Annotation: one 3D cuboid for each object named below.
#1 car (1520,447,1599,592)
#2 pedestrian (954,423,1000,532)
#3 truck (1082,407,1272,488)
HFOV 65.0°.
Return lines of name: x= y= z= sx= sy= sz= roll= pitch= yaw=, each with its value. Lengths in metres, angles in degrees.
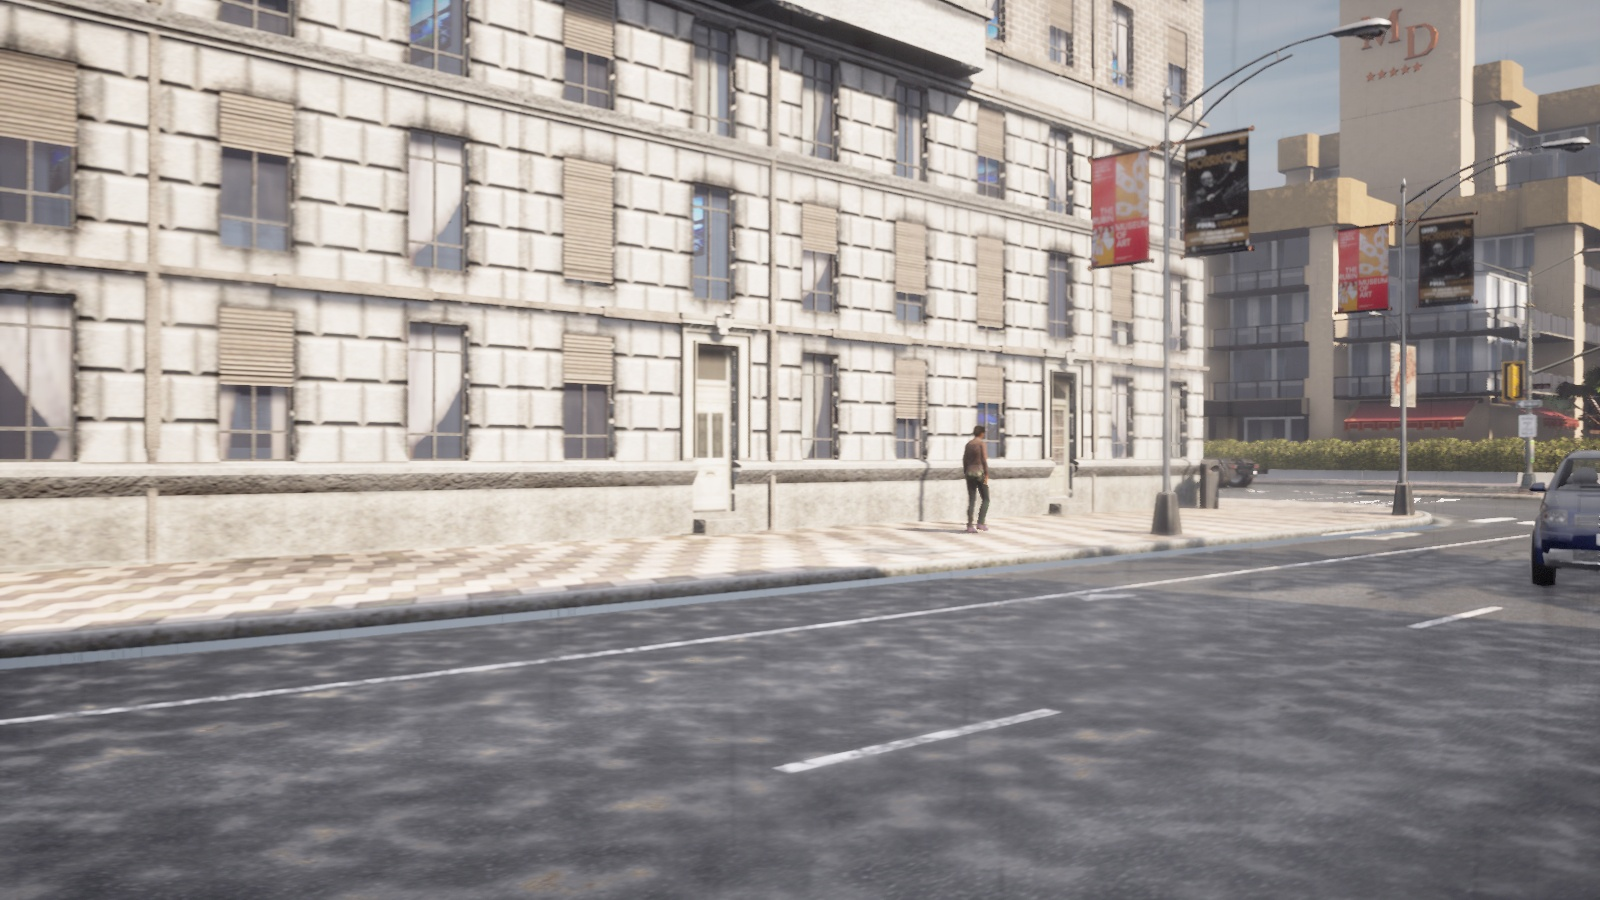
car: x=9.701 y=0.744 z=14.886 sx=1.789 sy=1.549 sz=3.705 roll=0 pitch=0 yaw=33
pedestrian: x=2.992 y=0.458 z=21.199 sx=0.328 sy=1.805 sz=0.869 roll=0 pitch=0 yaw=43
truck: x=17.158 y=-0.106 z=57.614 sx=2.891 sy=3.462 sz=7.936 roll=0 pitch=0 yaw=-43
